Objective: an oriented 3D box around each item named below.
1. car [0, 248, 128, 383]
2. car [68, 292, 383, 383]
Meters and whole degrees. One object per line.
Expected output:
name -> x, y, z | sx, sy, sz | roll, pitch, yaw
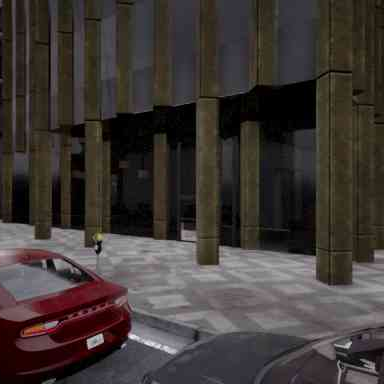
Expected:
car -> -2.898, 1.544, 5.051 | 4.507, 1.381, 1.887 | 0, 0, 36
car -> 1.517, 1.551, 1.876 | 4.403, 1.369, 2.008 | 0, 0, 36
